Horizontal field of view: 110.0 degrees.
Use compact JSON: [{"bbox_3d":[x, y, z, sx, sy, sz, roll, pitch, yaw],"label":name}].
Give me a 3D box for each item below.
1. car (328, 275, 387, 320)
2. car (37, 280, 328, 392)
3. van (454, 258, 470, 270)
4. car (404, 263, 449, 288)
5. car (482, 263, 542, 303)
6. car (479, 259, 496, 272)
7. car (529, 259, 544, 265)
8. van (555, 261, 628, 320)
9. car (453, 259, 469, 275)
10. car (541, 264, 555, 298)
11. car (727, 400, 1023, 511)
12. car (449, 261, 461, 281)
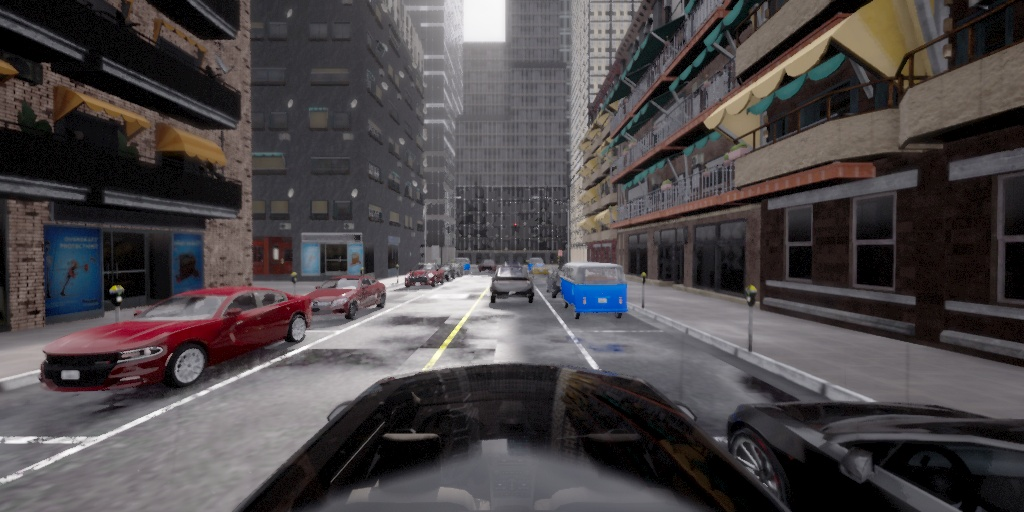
[{"bbox_3d":[-5.691,1.328,12.476,1.802,1.307,4.207,0,0,0],"label":"car"},{"bbox_3d":[-5.692,1.292,6.875,1.888,1.381,4.507,0,0,0],"label":"car"},{"bbox_3d":[-5.692,1.084,40.486,1.690,1.789,3.998,0,0,0],"label":"van"},{"bbox_3d":[-5.691,1.184,23.680,1.967,1.591,4.097,0,0,0],"label":"car"},{"bbox_3d":[0.000,1.241,16.501,2.128,1.511,4.902,0,0,0],"label":"car"},{"bbox_3d":[-3.000,1.160,45.167,2.097,1.767,4.553,0,0,0],"label":"car"},{"bbox_3d":[2.689,1.269,35.025,1.751,1.417,4.829,0,0,0],"label":"car"},{"bbox_3d":[2.689,1.087,12.447,1.690,1.789,3.998,0,0,0],"label":"van"},{"bbox_3d":[-5.692,1.294,34.884,2.007,1.370,4.403,0,0,0],"label":"car"},{"bbox_3d":[2.690,1.296,18.050,2.007,1.370,4.403,0,0,0],"label":"car"},{"bbox_3d":[2.689,1.314,1.243,1.948,1.339,4.313,0,0,0],"label":"car"},{"bbox_3d":[-5.691,1.309,29.281,1.948,1.339,4.313,0,0,0],"label":"car"}]
